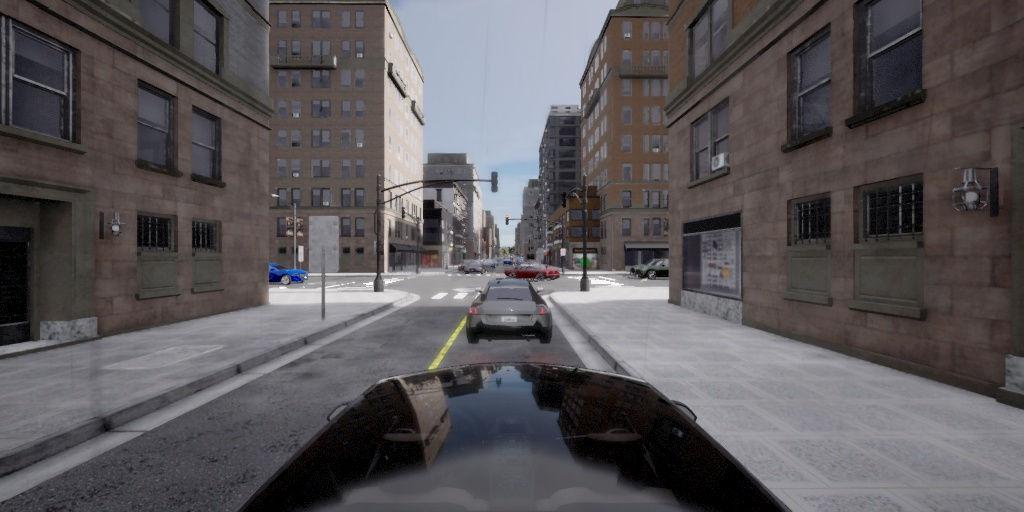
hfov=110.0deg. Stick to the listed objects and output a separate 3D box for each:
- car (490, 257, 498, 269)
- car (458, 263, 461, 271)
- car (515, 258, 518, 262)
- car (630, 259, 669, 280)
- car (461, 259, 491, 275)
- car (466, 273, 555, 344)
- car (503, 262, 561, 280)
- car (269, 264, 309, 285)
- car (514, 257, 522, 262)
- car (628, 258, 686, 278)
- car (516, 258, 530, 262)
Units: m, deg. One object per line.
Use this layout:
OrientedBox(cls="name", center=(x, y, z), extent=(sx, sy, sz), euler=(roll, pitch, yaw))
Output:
OrientedBox(cls="car", center=(-3.644, 1.337, 56.597), extent=(1.812, 1.442, 4.674), euler=(0, 0, 0))
OrientedBox(cls="car", center=(-6.125, 1.236, 48.643), extent=(1.967, 1.591, 4.097), euler=(0, 0, 0))
OrientedBox(cls="car", center=(1.809, 1.399, 59.730), extent=(1.802, 1.307, 4.207), euler=(0, 0, 0))
OrientedBox(cls="car", center=(12.729, 1.052, 30.076), extent=(4.553, 1.767, 2.097), euler=(0, 0, -1))
OrientedBox(cls="car", center=(-3.964, 1.345, 39.778), extent=(1.994, 1.385, 4.181), euler=(0, 0, 5))
OrientedBox(cls="car", center=(-0.071, 1.315, 9.636), extent=(1.994, 1.385, 4.181), euler=(0, 0, 0))
OrientedBox(cls="car", center=(1.629, 1.352, 29.181), extent=(4.718, 1.301, 1.895), euler=(-1, 0, 44))
OrientedBox(cls="car", center=(-17.584, 1.291, 26.219), extent=(5.008, 1.535, 1.882), euler=(0, 0, 1))
OrientedBox(cls="car", center=(1.764, 1.395, 65.240), extent=(1.948, 1.339, 4.313), euler=(0, 0, 0))
OrientedBox(cls="car", center=(13.377, 1.056, 33.336), extent=(4.553, 1.767, 2.097), euler=(0, 0, -1))
OrientedBox(cls="car", center=(1.899, 1.362, 48.708), extent=(1.948, 1.339, 4.313), euler=(0, 0, 0))
